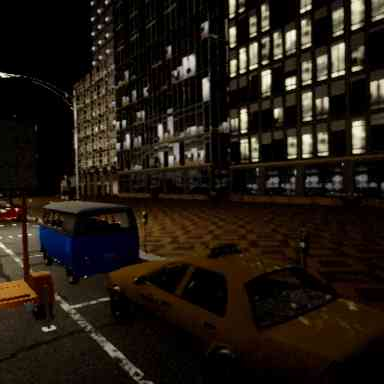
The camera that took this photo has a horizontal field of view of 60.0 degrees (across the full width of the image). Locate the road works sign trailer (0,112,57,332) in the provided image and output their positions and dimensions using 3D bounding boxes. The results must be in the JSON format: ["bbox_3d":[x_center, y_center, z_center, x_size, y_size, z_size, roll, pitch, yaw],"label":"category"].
[{"bbox_3d":[-3.903,0.407,5.680,2.380,3.560,2.880,-2,2,-37],"label":"road works sign trailer"}]

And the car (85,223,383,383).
[{"bbox_3d":[0.279,1.390,4.613,1.752,1.417,4.829,-3,2,-37],"label":"car"}]

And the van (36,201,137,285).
[{"bbox_3d":[-2.919,1.179,8.909,1.690,1.788,3.998,-3,2,-37],"label":"van"}]

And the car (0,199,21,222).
[{"bbox_3d":[-12.798,1.202,22.225,1.967,1.590,4.097,-3,2,-37],"label":"car"}]
